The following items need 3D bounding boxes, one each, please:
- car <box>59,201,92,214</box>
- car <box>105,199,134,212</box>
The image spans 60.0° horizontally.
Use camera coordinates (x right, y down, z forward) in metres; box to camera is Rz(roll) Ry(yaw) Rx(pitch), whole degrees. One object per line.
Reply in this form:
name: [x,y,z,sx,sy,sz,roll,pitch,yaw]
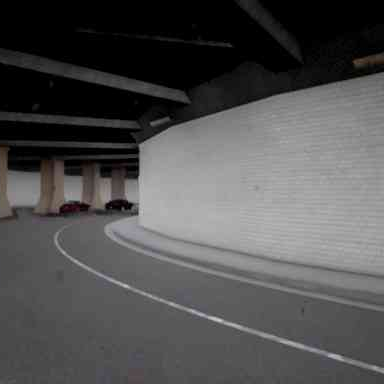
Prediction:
car: [-12.746,1.637,36.634,1.994,1.385,4.181,0,0,9]
car: [-8.617,1.590,39.935,1.882,1.535,5.008,0,0,11]
